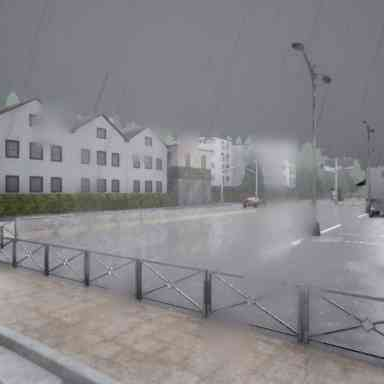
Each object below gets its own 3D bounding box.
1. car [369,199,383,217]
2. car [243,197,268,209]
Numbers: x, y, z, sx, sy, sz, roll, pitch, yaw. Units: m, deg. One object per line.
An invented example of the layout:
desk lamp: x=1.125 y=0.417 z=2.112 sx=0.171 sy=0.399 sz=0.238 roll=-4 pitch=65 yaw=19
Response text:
car: x=15.516 y=1.298 z=26.748 sx=2.007 sy=1.523 sz=4.514 roll=0 pitch=0 yaw=35
car: x=8.138 y=1.333 z=42.783 sx=1.812 sy=1.442 sz=4.674 roll=0 pitch=0 yaw=36
